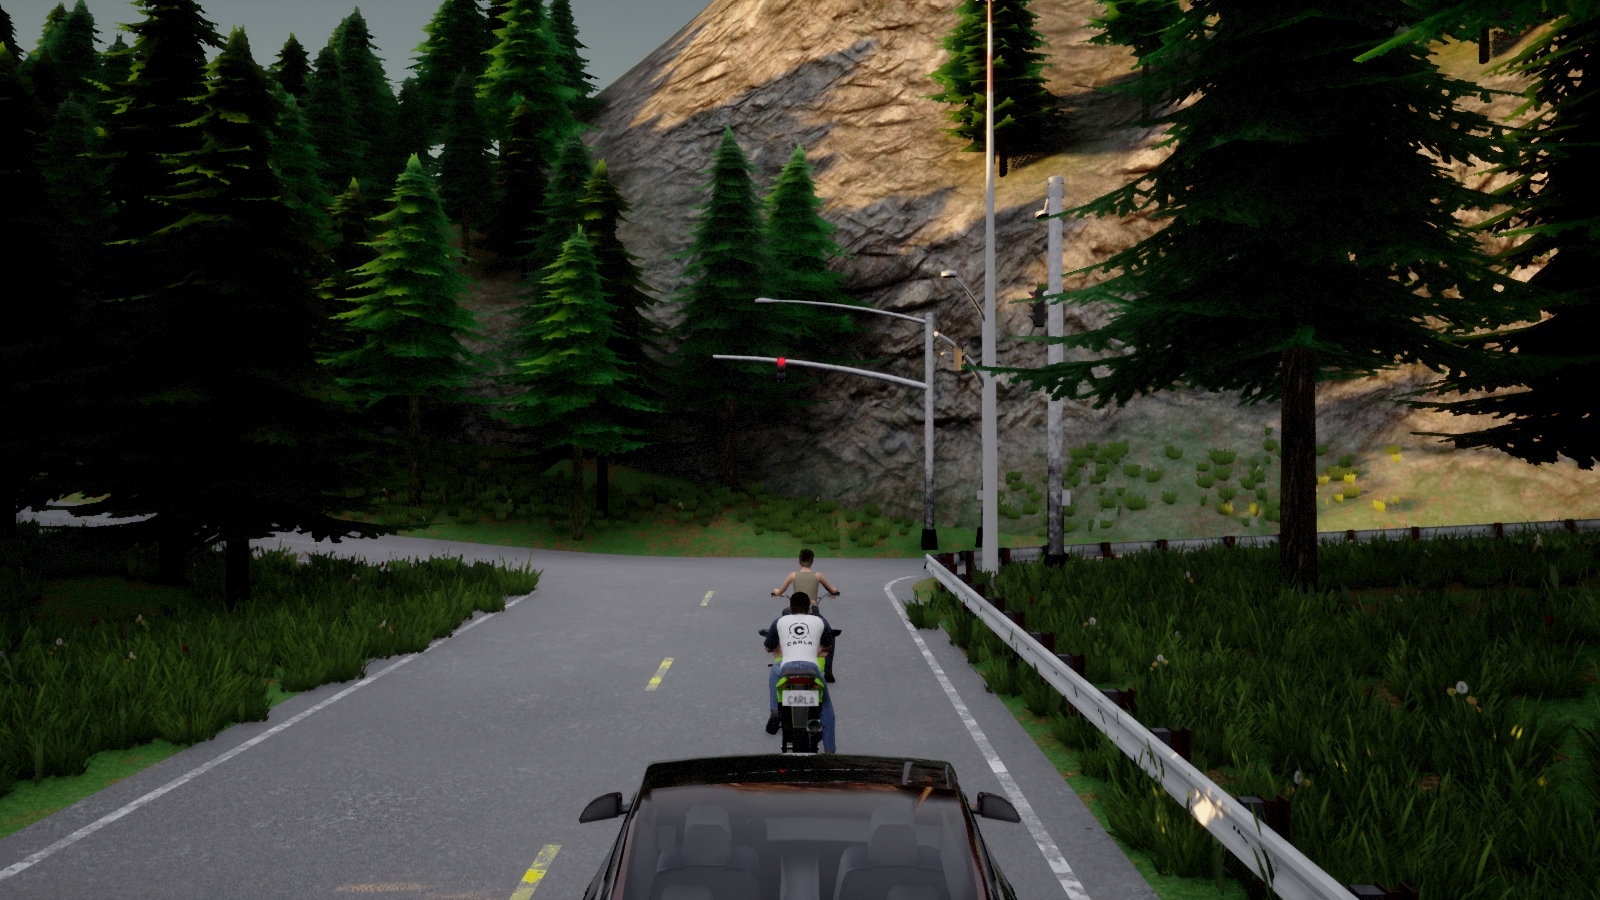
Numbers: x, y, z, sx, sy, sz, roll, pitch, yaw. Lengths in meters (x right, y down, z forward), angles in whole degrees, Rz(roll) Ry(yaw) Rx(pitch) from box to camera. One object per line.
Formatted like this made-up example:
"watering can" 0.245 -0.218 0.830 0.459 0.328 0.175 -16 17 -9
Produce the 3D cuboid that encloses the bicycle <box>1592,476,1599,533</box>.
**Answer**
"bicycle" 21.656 1.361 29.508 1.835 1.471 0.329 -5 -2 26

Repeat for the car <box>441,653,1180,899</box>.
"car" 0.029 2.063 5.012 2.163 1.488 4.792 0 0 0

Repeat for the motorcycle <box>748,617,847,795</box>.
"motorcycle" -0.020 2.213 10.238 0.803 1.145 2.033 0 0 0
